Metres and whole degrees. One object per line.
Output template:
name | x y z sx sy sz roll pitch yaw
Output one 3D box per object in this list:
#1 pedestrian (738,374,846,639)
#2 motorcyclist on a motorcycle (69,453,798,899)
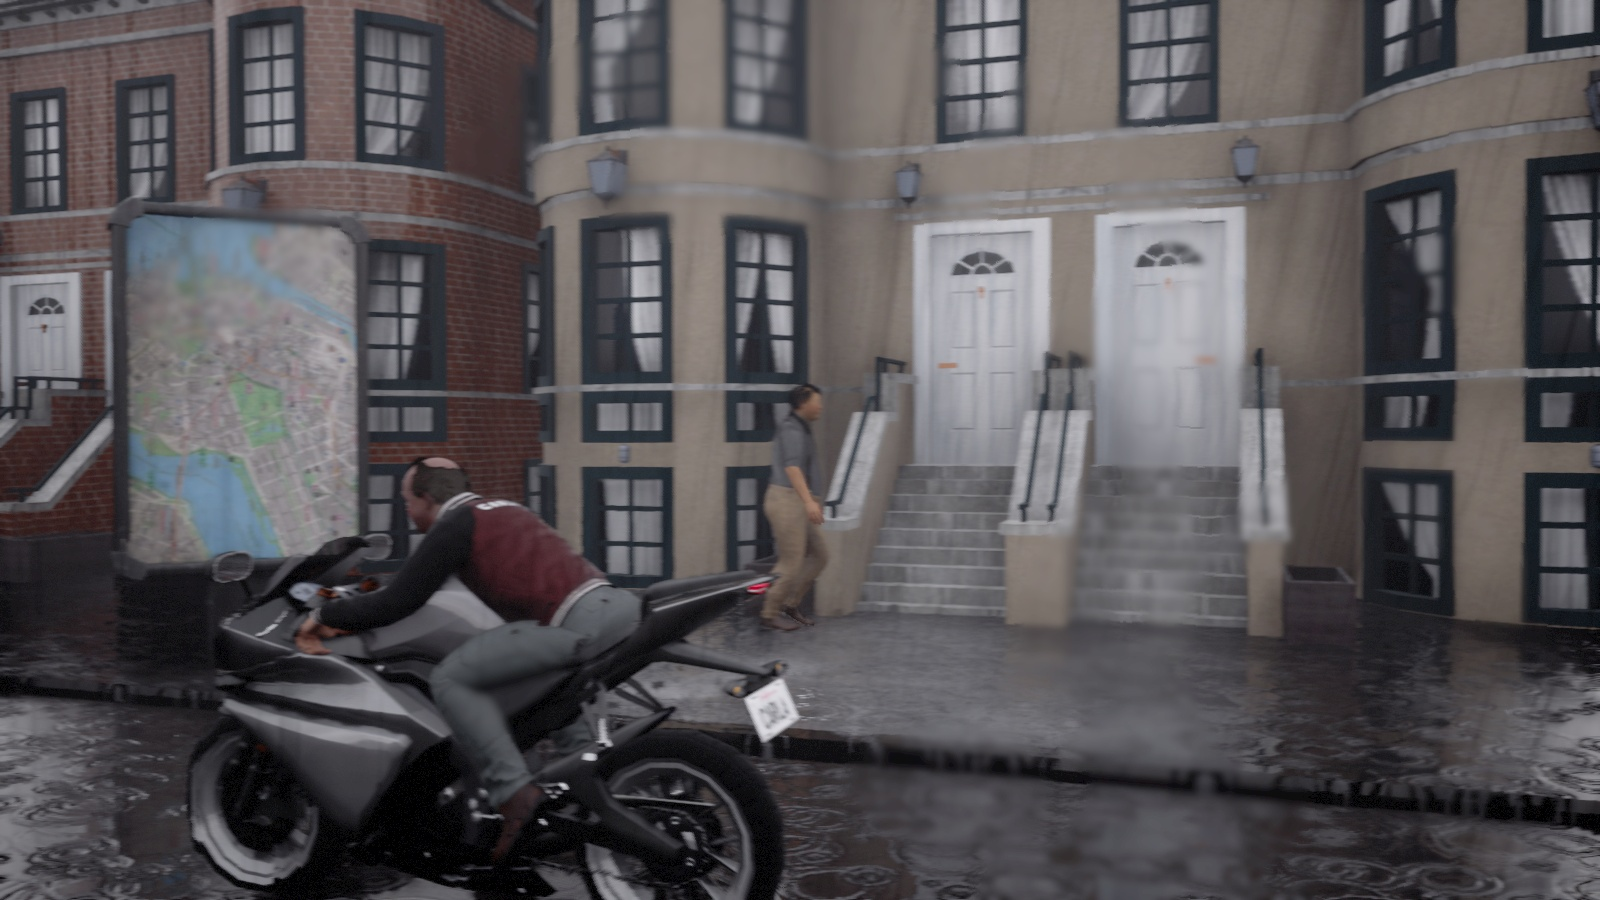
pedestrian | -0.049 0.391 9.075 0.694 1.848 0.540 0 1 10
motorcyclist on a motorcycle | -1.184 0.791 4.122 2.191 1.530 0.866 1 1 19
